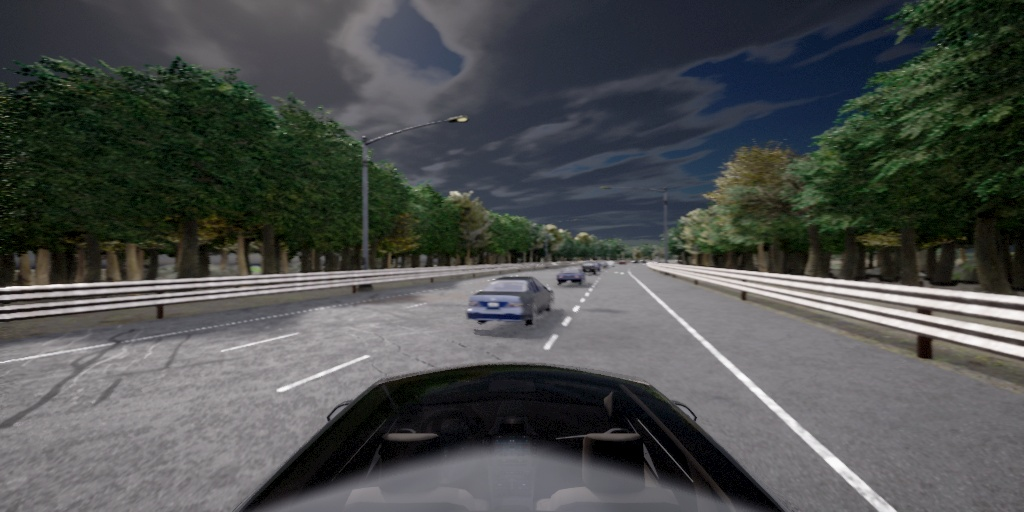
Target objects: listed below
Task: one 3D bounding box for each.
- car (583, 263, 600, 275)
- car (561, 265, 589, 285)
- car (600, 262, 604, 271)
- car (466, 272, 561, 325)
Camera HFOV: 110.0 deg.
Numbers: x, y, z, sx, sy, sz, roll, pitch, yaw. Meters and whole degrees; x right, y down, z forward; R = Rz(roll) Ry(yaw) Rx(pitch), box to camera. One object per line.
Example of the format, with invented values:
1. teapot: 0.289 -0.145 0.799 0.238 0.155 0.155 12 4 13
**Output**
1. car: 10.199 1.646 47.501 1.882 1.535 5.008 -1 -1 16
2. car: 4.835 1.610 28.742 1.895 1.301 4.718 -1 -1 16
3. car: 13.200 1.787 57.401 1.812 1.442 4.674 -1 -1 17
4. car: 0.172 1.417 12.363 2.033 1.411 5.357 -1 -1 16
